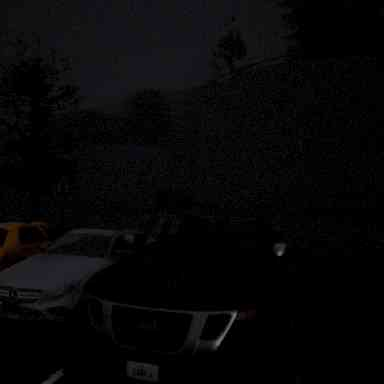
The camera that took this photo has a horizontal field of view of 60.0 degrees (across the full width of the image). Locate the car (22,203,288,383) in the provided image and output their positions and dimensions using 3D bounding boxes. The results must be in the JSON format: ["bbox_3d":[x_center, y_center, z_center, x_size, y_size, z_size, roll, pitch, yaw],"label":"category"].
[{"bbox_3d":[0.317,1.235,5.543,2.435,2.045,5.566,1,0,15],"label":"car"}]

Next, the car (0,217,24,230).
[{"bbox_3d":[-4.532,1.458,9.237,1.946,1.575,5.366,0,-1,15],"label":"car"}]

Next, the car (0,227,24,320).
[{"bbox_3d":[-2.127,1.513,7.318,2.002,1.452,4.674,1,0,15],"label":"car"}]
